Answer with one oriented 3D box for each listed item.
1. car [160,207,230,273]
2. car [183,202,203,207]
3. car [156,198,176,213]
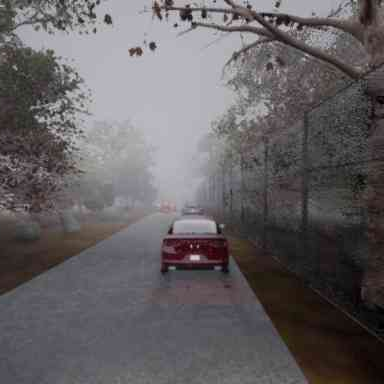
[{"bbox_3d":[0.082,1.487,10.774,1.882,1.535,5.008,0,0,0],"label":"car"},{"bbox_3d":[0.054,1.602,30.969,1.994,1.385,4.181,0,0,0],"label":"car"},{"bbox_3d":[-2.912,1.435,38.506,2.097,1.767,4.553,0,0,0],"label":"car"}]
